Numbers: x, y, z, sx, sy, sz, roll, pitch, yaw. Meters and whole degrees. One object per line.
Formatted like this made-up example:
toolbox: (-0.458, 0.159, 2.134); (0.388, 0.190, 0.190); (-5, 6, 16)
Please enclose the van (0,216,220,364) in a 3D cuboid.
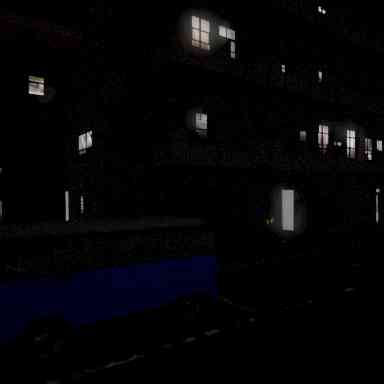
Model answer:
van: (-1.411, 1.341, 5.559); (3.998, 1.788, 1.690); (0, 0, -35)
